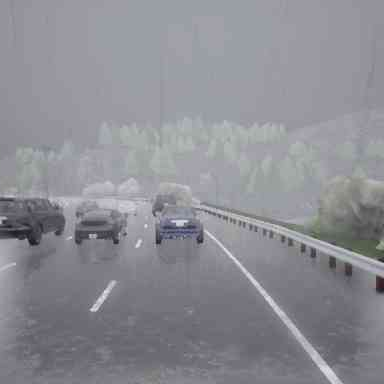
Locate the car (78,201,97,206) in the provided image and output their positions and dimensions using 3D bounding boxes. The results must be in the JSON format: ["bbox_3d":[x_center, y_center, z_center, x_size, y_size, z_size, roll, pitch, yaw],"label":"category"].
[{"bbox_3d":[-9.634,1.563,31.055,2.033,1.411,5.357,0,0,-10],"label":"car"}]

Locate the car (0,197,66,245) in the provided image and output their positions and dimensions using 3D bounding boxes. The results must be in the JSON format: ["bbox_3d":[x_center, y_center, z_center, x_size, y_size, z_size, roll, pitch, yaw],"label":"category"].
[{"bbox_3d":[-7.666,1.258,15.483,2.150,2.045,5.566,0,0,-5],"label":"car"}]

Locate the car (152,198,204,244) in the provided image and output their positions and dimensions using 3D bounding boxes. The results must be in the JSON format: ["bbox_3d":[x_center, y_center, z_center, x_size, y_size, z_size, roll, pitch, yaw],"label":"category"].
[{"bbox_3d":[-0.686,1.366,16.010,2.097,1.767,4.553,0,0,-5],"label":"car"}]

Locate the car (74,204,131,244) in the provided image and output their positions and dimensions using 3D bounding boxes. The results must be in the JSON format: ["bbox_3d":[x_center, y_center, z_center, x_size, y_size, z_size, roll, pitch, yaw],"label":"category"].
[{"bbox_3d":[-4.176,1.516,15.747,1.837,1.490,4.892,0,0,-5],"label":"car"}]

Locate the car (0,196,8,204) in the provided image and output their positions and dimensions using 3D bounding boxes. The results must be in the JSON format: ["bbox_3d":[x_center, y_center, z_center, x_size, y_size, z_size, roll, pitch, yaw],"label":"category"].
[{"bbox_3d":[-37.741,1.523,65.624,2.033,1.411,5.357,0,0,-23],"label":"car"}]

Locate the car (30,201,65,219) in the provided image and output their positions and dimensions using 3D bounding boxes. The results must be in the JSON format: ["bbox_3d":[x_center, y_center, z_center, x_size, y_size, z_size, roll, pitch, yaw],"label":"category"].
[{"bbox_3d":[-13.085,1.572,30.472,1.994,1.385,4.181,0,0,-10],"label":"car"}]

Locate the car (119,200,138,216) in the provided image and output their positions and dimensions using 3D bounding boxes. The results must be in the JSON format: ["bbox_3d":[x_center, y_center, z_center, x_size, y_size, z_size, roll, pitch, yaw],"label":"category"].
[{"bbox_3d":[-6.183,1.533,31.638,1.812,1.442,4.674,0,0,-10],"label":"car"}]

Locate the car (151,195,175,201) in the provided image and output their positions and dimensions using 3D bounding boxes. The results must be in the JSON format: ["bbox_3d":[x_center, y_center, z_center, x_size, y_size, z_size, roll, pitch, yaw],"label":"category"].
[{"bbox_3d":[-2.737,1.258,32.251,2.150,2.045,5.566,0,0,-10],"label":"car"}]
